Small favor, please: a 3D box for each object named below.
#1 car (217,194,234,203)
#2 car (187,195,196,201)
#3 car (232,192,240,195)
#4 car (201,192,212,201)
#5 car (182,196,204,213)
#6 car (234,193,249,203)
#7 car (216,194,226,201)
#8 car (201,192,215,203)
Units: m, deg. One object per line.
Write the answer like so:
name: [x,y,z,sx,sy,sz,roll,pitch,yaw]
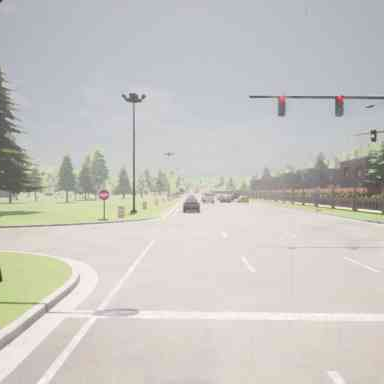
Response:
car: [6.907,1.564,68.519,1.994,1.385,4.181,0,0,0]
car: [-0.107,1.372,78.513,2.033,1.411,5.357,0,0,0]
car: [10.393,1.057,78.557,2.150,2.045,5.566,0,0,0]
car: [3.393,1.057,78.548,2.150,2.045,5.566,0,0,0]
car: [-0.051,1.492,37.480,2.128,1.511,4.902,0,0,0]
car: [10.408,1.477,68.107,1.882,1.535,5.008,0,0,0]
car: [6.893,1.310,78.522,1.882,1.535,5.008,0,0,0]
car: [3.408,1.221,68.128,2.150,2.045,5.566,0,0,0]
